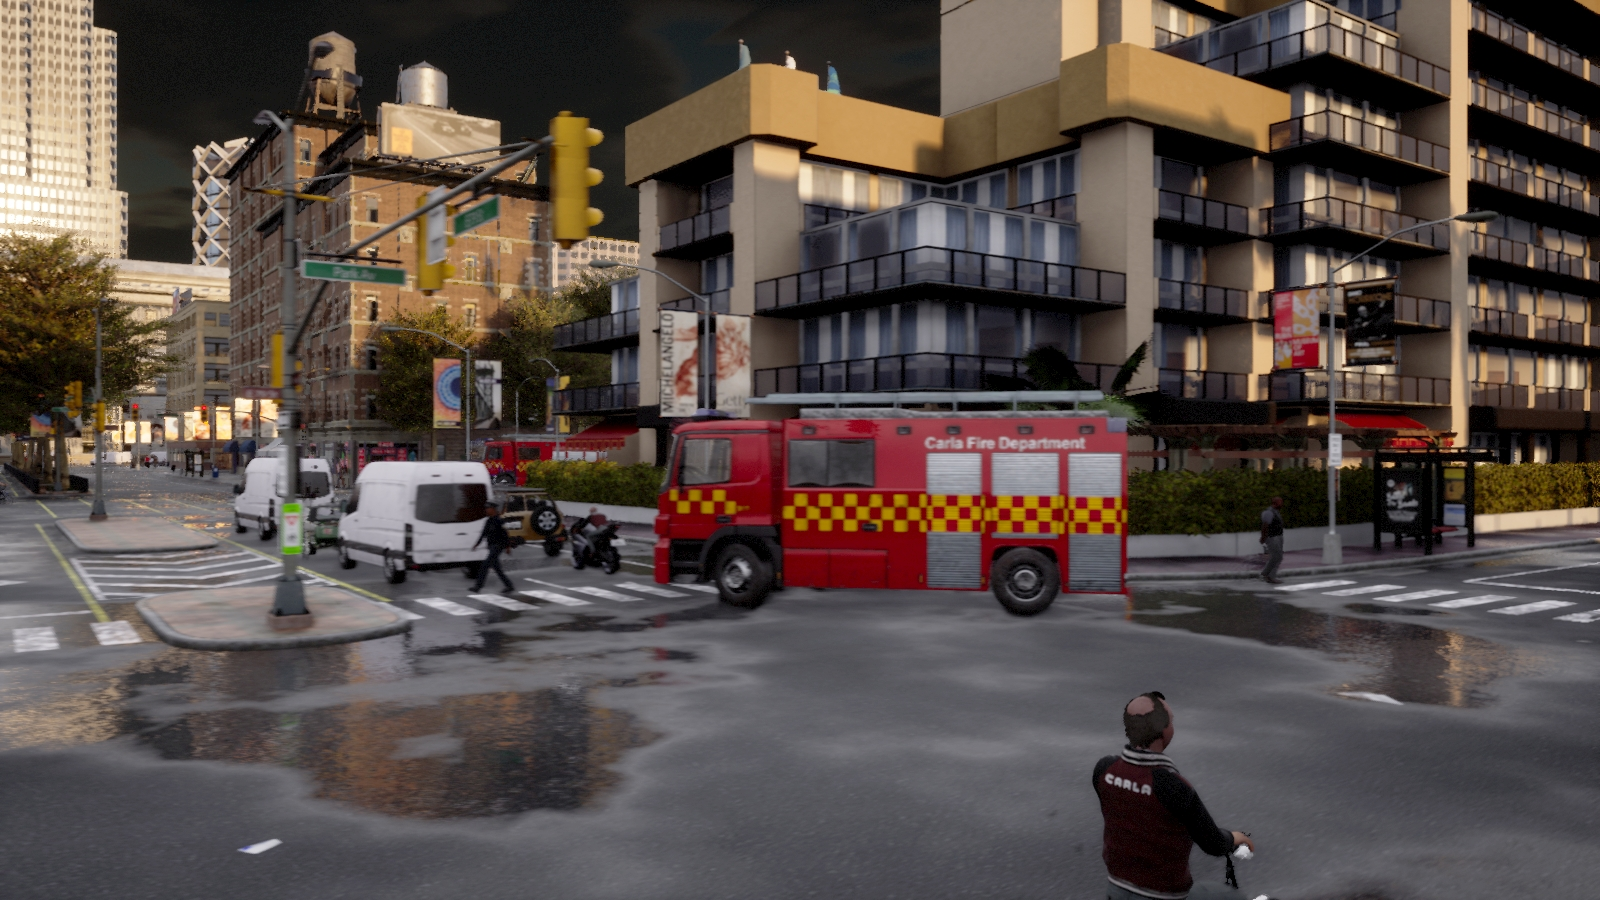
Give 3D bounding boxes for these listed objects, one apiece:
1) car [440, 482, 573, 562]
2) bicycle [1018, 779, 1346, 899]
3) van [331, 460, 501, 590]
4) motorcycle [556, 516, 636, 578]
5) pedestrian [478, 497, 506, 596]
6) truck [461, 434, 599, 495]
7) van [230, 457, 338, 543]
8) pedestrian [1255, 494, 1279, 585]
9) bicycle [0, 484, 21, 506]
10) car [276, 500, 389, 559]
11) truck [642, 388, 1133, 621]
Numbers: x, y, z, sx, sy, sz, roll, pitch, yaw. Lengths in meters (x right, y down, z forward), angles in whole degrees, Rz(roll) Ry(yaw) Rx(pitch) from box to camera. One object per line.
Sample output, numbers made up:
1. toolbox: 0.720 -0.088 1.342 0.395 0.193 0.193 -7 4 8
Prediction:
1. car: -7.991 1.864 30.815 1.932 1.855 4.605 0 0 -36
2. bicycle: 1.720 2.210 4.972 1.835 1.171 0.329 0 0 -35
3. van: -8.867 1.535 25.990 1.988 2.561 5.915 0 0 -36
4. motorcycle: -4.740 2.205 26.401 0.867 1.251 2.209 0 0 -39
5. pedestrian: -5.913 1.849 21.940 0.375 1.860 0.375 0 0 -45
6. truck: -17.776 0.892 75.622 8.468 3.827 2.891 0 0 -38
7. van: -17.113 1.535 37.702 1.988 2.561 5.915 0 0 -37
8. pedestrian: 9.752 1.849 23.866 0.375 1.860 0.375 0 0 40
9. bicycle: -39.994 2.257 57.087 0.859 1.080 1.487 -3 -1 20
10. car: -13.116 2.155 31.904 1.895 1.301 4.718 0 0 -35
11. truck: 1.614 0.891 21.032 8.468 3.827 2.891 0 0 11
